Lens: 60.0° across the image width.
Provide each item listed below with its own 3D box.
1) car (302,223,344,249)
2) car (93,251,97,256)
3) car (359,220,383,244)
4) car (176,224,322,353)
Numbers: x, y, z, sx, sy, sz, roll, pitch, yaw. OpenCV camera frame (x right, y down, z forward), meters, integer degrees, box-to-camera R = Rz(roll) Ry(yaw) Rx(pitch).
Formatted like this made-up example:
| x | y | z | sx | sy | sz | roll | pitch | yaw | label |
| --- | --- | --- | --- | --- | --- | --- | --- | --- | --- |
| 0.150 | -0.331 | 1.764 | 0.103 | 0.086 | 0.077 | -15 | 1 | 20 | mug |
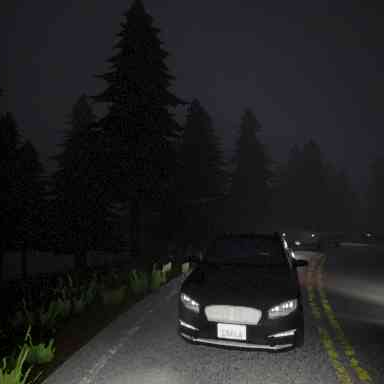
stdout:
| x | y | z | sx | sy | sz | roll | pitch | yaw | label |
| --- | --- | --- | --- | --- | --- | --- | --- | --- | --- |
| 6.464 | 2.305 | 17.642 | 1.895 | 1.301 | 4.718 | -3 | -6 | 39 | car |
| -20.300 | 13.650 | 72.939 | 4.181 | 1.381 | 1.994 | -2 | -5 | 31 | car |
| 15.779 | 3.220 | 26.428 | 5.566 | 2.045 | 2.150 | 8 | -8 | -28 | car |
| 1.129 | 1.561 | 6.581 | 2.128 | 1.511 | 4.902 | -1 | -2 | 15 | car |
